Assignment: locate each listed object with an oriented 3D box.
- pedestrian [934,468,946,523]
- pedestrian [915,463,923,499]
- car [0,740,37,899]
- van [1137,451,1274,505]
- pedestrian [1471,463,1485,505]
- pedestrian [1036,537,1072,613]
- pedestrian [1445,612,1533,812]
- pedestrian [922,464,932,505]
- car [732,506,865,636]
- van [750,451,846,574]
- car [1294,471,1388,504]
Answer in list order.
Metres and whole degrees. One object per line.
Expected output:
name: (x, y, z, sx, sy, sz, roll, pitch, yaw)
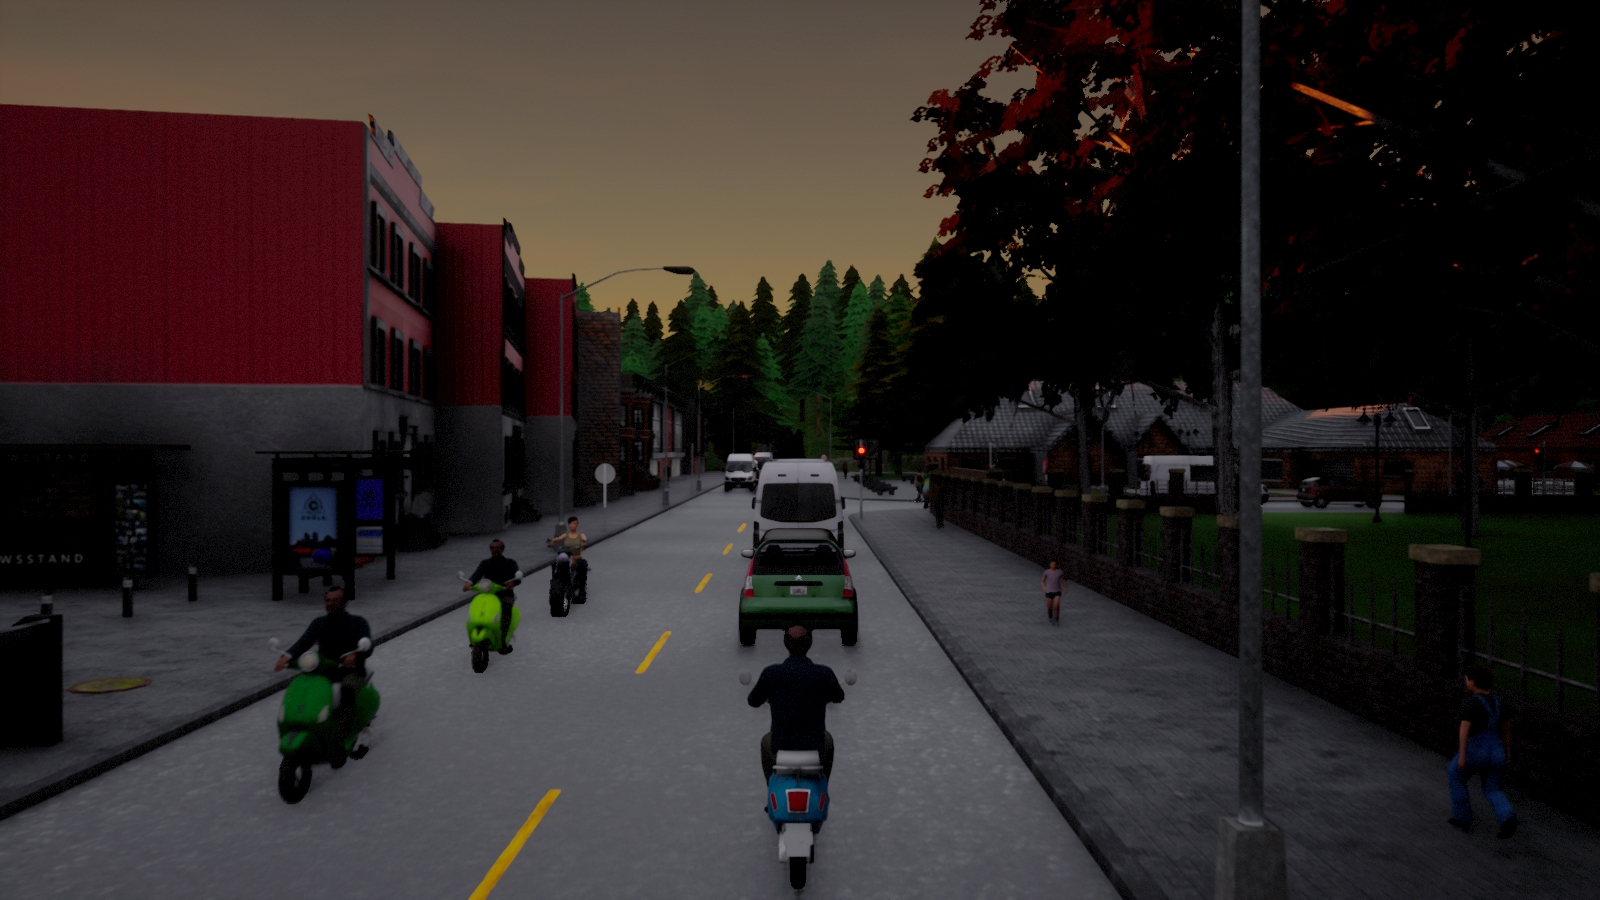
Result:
pedestrian: (4.729, 1.526, 38.612, 0.375, 1.860, 0.375, 0, 0, -2)
pedestrian: (6.270, 1.630, 60.268, 0.375, 1.860, 0.375, 0, 0, 18)
car: (-4.012, 1.841, 1.894, 2.231, 1.480, 4.892, 0, 0, 0)
van: (19.579, 1.316, 55.318, 5.915, 2.561, 1.988, 0, 0, 1)
pedestrian: (30.206, 1.526, 50.917, 0.375, 1.860, 0.375, 0, 0, -7)
pedestrian: (3.907, 1.905, 17.566, 0.500, 1.100, 0.500, 0, 0, 16)
pedestrian: (4.788, 1.806, 7.953, 0.375, 1.300, 0.375, 0, 0, -3)
pedestrian: (5.866, 1.576, 52.734, 0.375, 1.860, 0.375, 0, 0, 15)
car: (-0.026, 1.780, 17.856, 1.851, 1.617, 3.988, 0, 0, 0)
van: (-0.049, 1.315, 26.765, 1.988, 2.561, 5.915, 0, 0, 0)
car: (26.116, 1.807, 55.256, 3.705, 1.549, 1.789, 0, 0, 0)
